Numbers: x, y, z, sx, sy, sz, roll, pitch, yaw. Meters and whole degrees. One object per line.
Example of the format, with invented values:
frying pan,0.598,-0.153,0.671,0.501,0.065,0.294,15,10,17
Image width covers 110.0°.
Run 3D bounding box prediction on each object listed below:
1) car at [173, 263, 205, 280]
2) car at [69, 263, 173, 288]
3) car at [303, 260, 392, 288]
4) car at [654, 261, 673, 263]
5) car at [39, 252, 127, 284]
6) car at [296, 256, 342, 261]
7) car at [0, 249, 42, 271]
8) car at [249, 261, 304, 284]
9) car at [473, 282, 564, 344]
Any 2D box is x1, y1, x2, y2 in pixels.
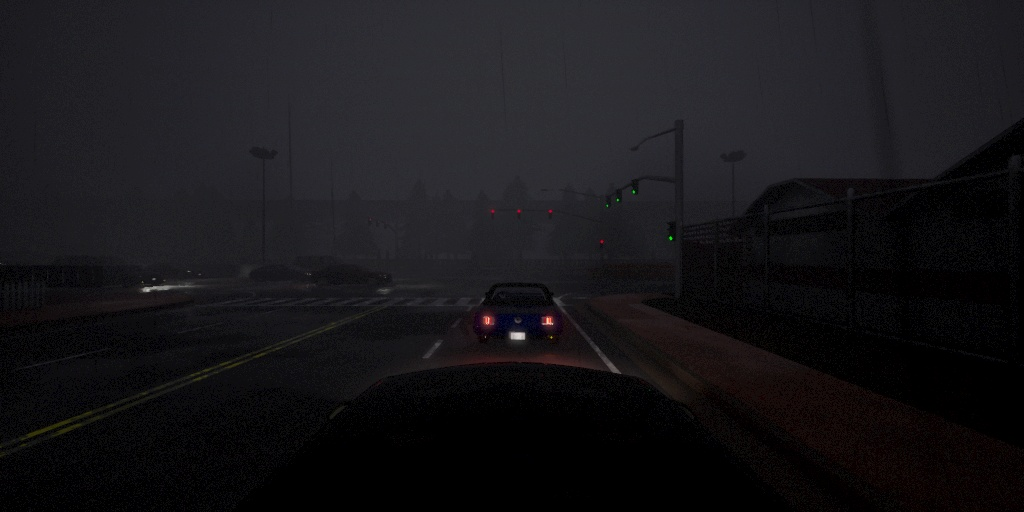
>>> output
car,-28.592,1.266,30.120,4.674,1.442,1.812,0,0,-1
car,-25.167,1.310,23.175,4.181,1.385,1.994,0,0,-1
car,-10.437,1.227,23.424,5.008,1.535,1.882,0,0,-1
car,17.192,1.276,41.574,4.674,1.442,1.812,0,0,-1
car,-30.627,0.956,26.586,5.566,2.045,2.150,0,0,-1
car,-15.525,0.974,30.338,5.566,2.045,2.150,0,0,-1
car,-43.739,0.502,29.892,5.566,2.045,2.150,4,0,-1
car,-17.012,1.275,26.812,4.674,1.442,1.812,0,0,-1
car,0.191,1.351,9.556,1.895,1.301,4.718,0,0,2
